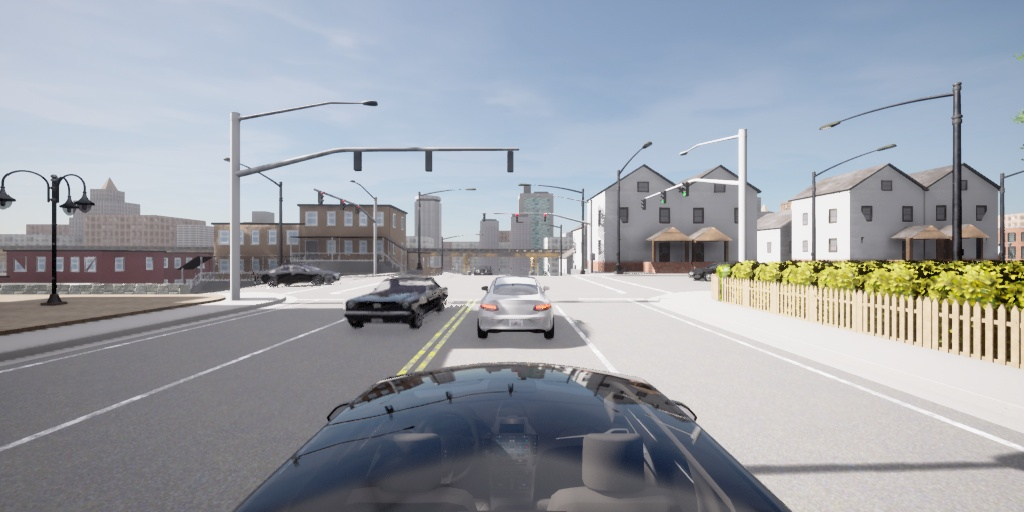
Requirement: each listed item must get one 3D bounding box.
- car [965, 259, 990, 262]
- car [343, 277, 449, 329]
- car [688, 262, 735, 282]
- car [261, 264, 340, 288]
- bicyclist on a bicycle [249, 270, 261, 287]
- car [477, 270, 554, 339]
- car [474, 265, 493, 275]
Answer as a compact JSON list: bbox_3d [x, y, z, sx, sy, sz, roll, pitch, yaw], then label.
[{"bbox_3d":[36.927,1.102,29.026,4.553,1.767,2.097,0,0,-1],"label":"car"},{"bbox_3d":[-3.388,1.351,11.386,1.895,1.301,4.718,0,0,2],"label":"car"},{"bbox_3d":[16.794,1.255,28.810,4.892,1.490,1.837,0,0,-1],"label":"car"},{"bbox_3d":[-14.562,1.329,24.786,4.902,1.511,2.128,-3,0,-1],"label":"car"},{"bbox_3d":[-25.569,2.214,35.577,0.582,1.620,1.656,-8,0,0],"label":"bicyclist on a bicycle"},{"bbox_3d":[0.101,1.276,10.000,1.812,1.442,4.674,0,0,0],"label":"car"},{"bbox_3d":[-3.521,2.162,45.241,2.150,2.045,5.566,0,-9,0],"label":"car"}]
